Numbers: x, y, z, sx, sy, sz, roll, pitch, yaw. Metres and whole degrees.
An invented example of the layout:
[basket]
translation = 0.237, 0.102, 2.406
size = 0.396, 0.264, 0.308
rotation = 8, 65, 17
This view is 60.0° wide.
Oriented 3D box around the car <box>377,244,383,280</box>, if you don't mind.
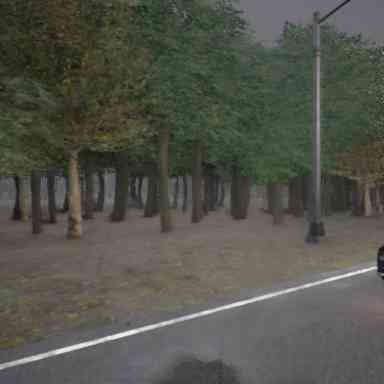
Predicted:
[car]
translation = 6.546, 1.518, 8.419
size = 4.892, 1.490, 1.837
rotation = 0, 0, -36
